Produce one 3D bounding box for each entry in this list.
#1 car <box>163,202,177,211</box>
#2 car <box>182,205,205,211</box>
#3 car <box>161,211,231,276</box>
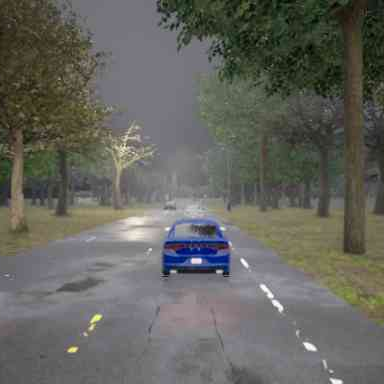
[{"bbox_3d":[-3.454,2.275,53.325,2.033,1.411,5.357,0,-1,0],"label":"car"},{"bbox_3d":[0.126,1.889,29.129,1.812,1.442,4.674,0,-1,0],"label":"car"},{"bbox_3d":[0.111,1.601,10.811,1.882,1.535,5.008,0,-1,0],"label":"car"}]
